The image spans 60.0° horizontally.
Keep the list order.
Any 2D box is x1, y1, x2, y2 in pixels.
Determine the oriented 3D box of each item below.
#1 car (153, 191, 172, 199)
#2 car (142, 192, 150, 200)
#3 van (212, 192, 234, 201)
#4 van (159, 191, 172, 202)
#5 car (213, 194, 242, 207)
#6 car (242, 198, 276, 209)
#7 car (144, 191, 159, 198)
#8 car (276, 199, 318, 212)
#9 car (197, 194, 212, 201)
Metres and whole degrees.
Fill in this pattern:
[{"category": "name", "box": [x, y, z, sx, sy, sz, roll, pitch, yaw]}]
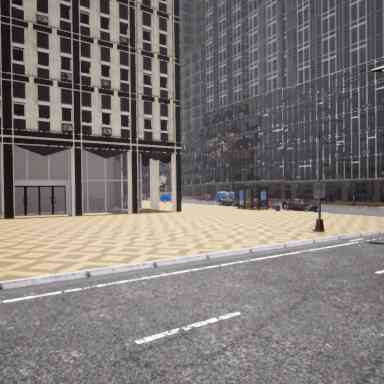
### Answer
[{"category": "car", "box": [-6.930, 0.613, 78.126, 2.192, 1.841, 5.009, 0, 1, -34]}, {"category": "car", "box": [-10.651, 1.038, 68.713, 2.008, 1.369, 4.403, 0, 1, -34]}, {"category": "van", "box": [5.879, 0.854, 59.343, 1.690, 1.788, 3.998, -1, 1, -34]}, {"category": "van", "box": [-4.246, 0.936, 59.319, 1.690, 1.788, 3.998, 0, 1, -34]}, {"category": "car", "box": [5.316, 1.318, 45.207, 1.947, 1.339, 4.313, -1, 1, -34]}, {"category": "car", "box": [8.470, 1.387, 40.479, 1.802, 1.307, 4.206, -1, 1, -34]}, {"category": "car", "box": [-10.132, 0.684, 82.822, 1.967, 1.590, 4.097, 0, 1, -34]}, {"category": "car", "box": [11.659, 1.422, 35.771, 1.947, 1.339, 4.313, -1, 1, -34]}, {"category": "car", "box": [2.678, 1.042, 64.042, 1.802, 1.307, 4.206, -1, 1, -34]}]
